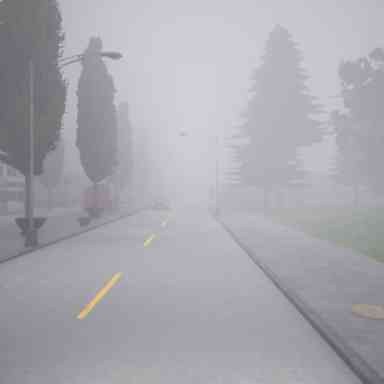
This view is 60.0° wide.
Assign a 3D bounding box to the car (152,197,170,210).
[{"bbox_3d":[-3.990,1.414,43.136,2.097,1.767,4.553,0,0,0],"label":"car"}]
